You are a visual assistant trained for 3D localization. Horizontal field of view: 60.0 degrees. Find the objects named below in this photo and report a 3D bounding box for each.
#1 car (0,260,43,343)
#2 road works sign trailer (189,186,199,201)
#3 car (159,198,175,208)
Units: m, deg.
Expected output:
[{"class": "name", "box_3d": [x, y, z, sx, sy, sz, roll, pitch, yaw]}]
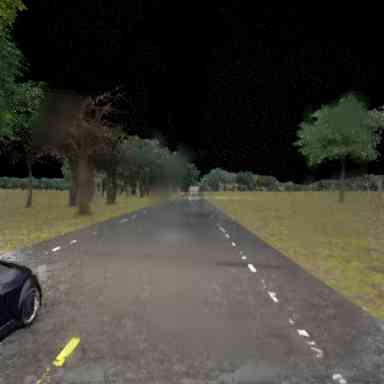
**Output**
[{"class": "car", "box_3d": [-3.598, 1.549, 4.115, 1.994, 1.385, 4.181, 0, 0, 0]}, {"class": "road works sign trailer", "box_3d": [0.571, 0.275, 80.824, 2.380, 3.560, 2.880, 0, 0, 1]}, {"class": "car", "box_3d": [-3.418, 1.526, 45.750, 1.895, 1.301, 4.718, 0, 0, 1]}]
